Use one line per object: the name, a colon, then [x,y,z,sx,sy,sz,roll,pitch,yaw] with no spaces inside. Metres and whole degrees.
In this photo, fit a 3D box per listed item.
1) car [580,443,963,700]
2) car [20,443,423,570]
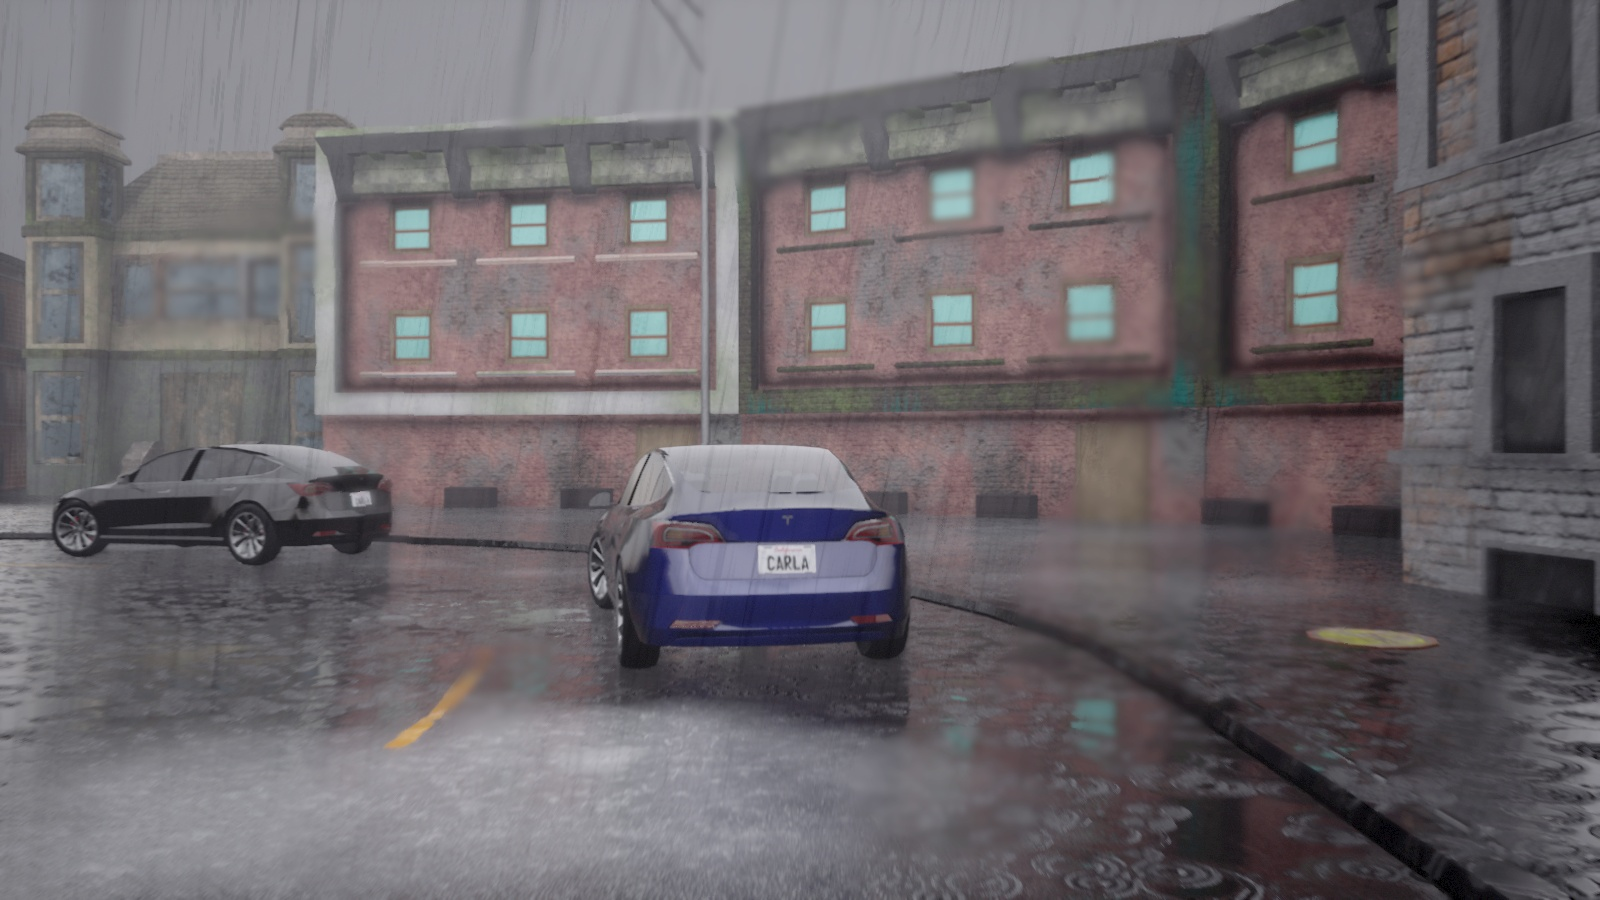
car: [-0.549,0.692,9.835,2.163,1.488,4.792,0,0,-12]
car: [-7.643,0.648,16.620,4.792,1.488,2.163,0,0,23]
